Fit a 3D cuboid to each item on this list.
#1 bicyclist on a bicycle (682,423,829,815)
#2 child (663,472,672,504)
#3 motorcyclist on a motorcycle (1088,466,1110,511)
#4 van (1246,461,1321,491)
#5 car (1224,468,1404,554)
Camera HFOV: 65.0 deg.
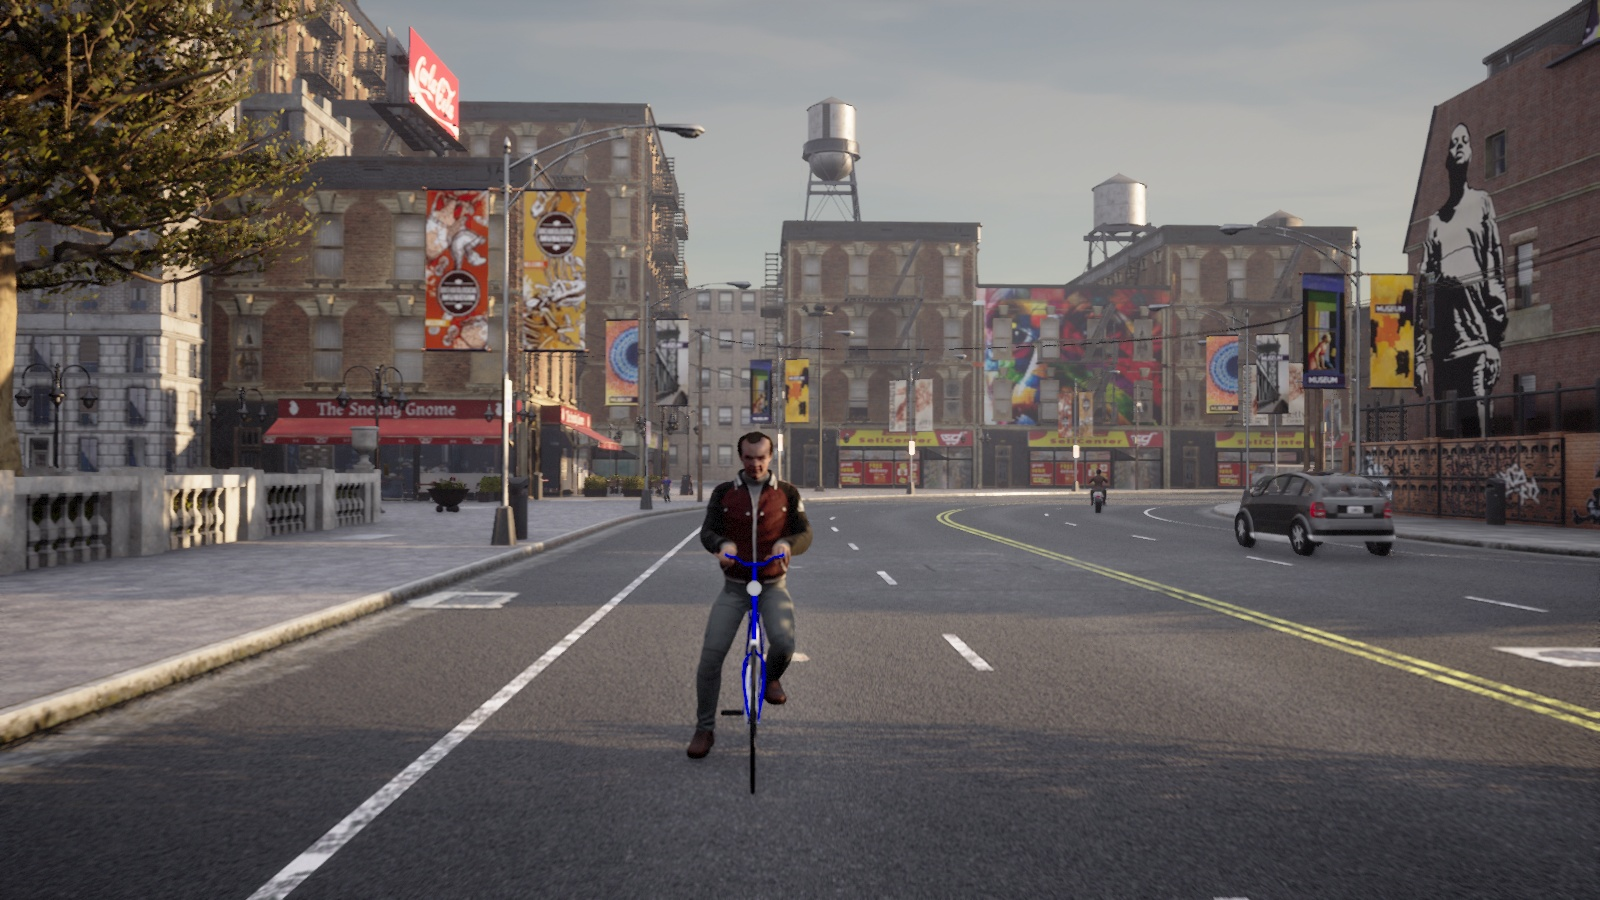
[{"bbox_3d":[-0.230,0.784,6.636,0.659,1.776,1.843,0,-1,-2],"label":"bicyclist on a bicycle"},{"bbox_3d":[-5.344,1.542,50.778,0.270,1.263,0.437,0,-1,6],"label":"child"},{"bbox_3d":[11.208,1.434,47.036,0.766,1.649,2.350,0,-1,14],"label":"motorcyclist on a motorcycle"},{"bbox_3d":[31.990,1.703,83.101,4.442,1.987,1.775,0,-1,-14],"label":"van"},{"bbox_3d":[9.892,1.124,24.489,1.789,1.549,3.705,0,-1,-4],"label":"car"}]
